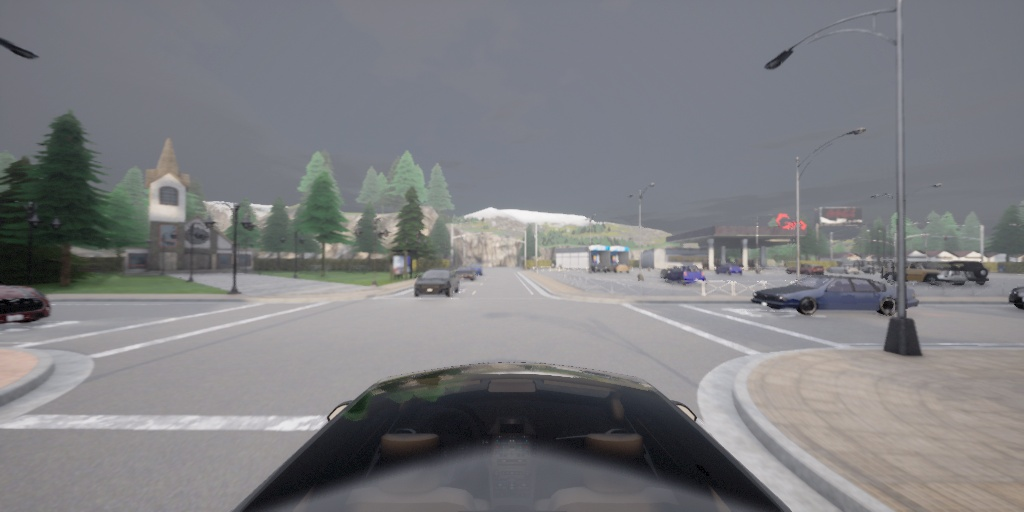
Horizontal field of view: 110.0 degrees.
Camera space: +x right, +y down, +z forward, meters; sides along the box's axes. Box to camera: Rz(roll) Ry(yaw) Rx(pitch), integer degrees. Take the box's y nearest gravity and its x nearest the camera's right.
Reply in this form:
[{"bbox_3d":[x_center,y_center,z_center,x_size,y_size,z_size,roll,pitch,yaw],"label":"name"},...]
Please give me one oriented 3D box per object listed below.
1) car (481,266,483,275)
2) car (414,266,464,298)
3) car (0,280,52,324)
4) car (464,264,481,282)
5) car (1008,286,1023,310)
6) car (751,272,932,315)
[{"bbox_3d":[-4.735,1.730,45.697,1.882,1.535,5.008,0,-1,-1],"label":"car"},{"bbox_3d":[-4.109,1.428,20.162,1.882,1.535,5.008,0,-1,-1],"label":"car"},{"bbox_3d":[-15.941,1.108,9.878,4.553,1.767,2.097,0,-1,-1],"label":"car"},{"bbox_3d":[-4.469,1.668,34.554,2.033,1.411,5.357,0,-1,-1],"label":"car"},{"bbox_3d":[22.824,1.485,14.163,4.902,1.511,2.128,0,-1,-1],"label":"car"},{"bbox_3d":[12.474,1.489,14.011,5.357,1.411,2.033,0,-1,-1],"label":"car"}]
